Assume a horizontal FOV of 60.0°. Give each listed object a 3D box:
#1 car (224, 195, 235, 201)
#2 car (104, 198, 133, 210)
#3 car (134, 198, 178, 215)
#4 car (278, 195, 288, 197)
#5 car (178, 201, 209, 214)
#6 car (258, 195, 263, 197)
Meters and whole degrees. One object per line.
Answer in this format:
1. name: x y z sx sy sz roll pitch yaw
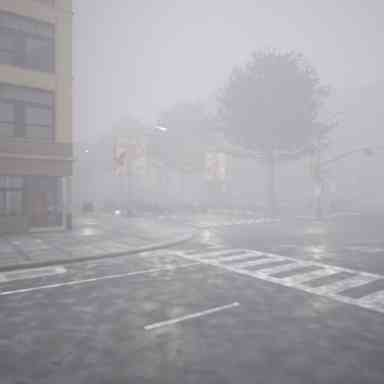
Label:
1. car: 7.771 1.382 76.681 2.161 1.482 4.786 0 0 -36
2. car: -9.632 1.495 42.027 1.837 1.490 4.892 0 0 -35
3. car: -3.736 1.591 33.803 1.895 1.301 4.718 0 0 -36
4. car: 18.256 1.286 69.210 2.002 1.452 4.674 0 0 -36
5. car: -0.277 1.589 34.989 1.895 1.301 4.718 0 0 -36
6. car: 17.416 1.425 83.141 1.895 1.301 4.718 0 0 -36
